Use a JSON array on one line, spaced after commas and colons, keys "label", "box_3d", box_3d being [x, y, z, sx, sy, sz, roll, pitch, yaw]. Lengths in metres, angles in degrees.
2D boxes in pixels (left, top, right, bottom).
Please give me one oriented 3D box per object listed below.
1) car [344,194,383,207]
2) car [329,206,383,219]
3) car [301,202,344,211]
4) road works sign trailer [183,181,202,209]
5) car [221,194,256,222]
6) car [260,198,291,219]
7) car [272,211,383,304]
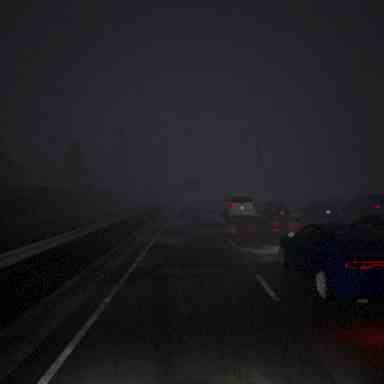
[{"label": "car", "box_3d": [14.091, 1.184, 26.482, 2.150, 2.045, 5.566, 0, 0, 0]}, {"label": "car", "box_3d": [7.091, 1.487, 12.268, 1.837, 1.490, 4.892, 0, 0, 0]}, {"label": "car", "box_3d": [10.590, 1.524, 27.839, 1.994, 1.385, 4.181, 0, 0, 0]}, {"label": "road works sign trailer", "box_3d": [-0.005, 0.402, 43.165, 2.380, 3.560, 2.880, 0, 0, 0]}, {"label": "car", "box_3d": [3.591, 1.184, 26.435, 2.150, 2.045, 5.566, 0, 0, 0]}, {"label": "car", "box_3d": [7.091, 1.485, 28.430, 1.812, 1.442, 4.674, 0, 0, 0]}, {"label": "car", "box_3d": [3.584, 1.466, 8.203, 1.882, 1.535, 5.008, 0, 0, 0]}]
